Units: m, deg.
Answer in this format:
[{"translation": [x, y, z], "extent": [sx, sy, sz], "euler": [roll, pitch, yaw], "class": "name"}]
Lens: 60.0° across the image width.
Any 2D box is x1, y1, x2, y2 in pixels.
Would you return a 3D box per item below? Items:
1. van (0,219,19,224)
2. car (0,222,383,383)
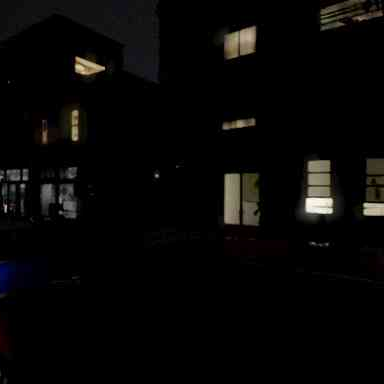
[{"translation": [-4.354, 1.336, 5.984], "extent": [3.998, 1.788, 1.690], "euler": [0, 1, 36], "class": "van"}, {"translation": [0.156, 1.314, 2.760], "extent": [5.009, 1.841, 2.192], "euler": [0, 1, 36], "class": "car"}]
